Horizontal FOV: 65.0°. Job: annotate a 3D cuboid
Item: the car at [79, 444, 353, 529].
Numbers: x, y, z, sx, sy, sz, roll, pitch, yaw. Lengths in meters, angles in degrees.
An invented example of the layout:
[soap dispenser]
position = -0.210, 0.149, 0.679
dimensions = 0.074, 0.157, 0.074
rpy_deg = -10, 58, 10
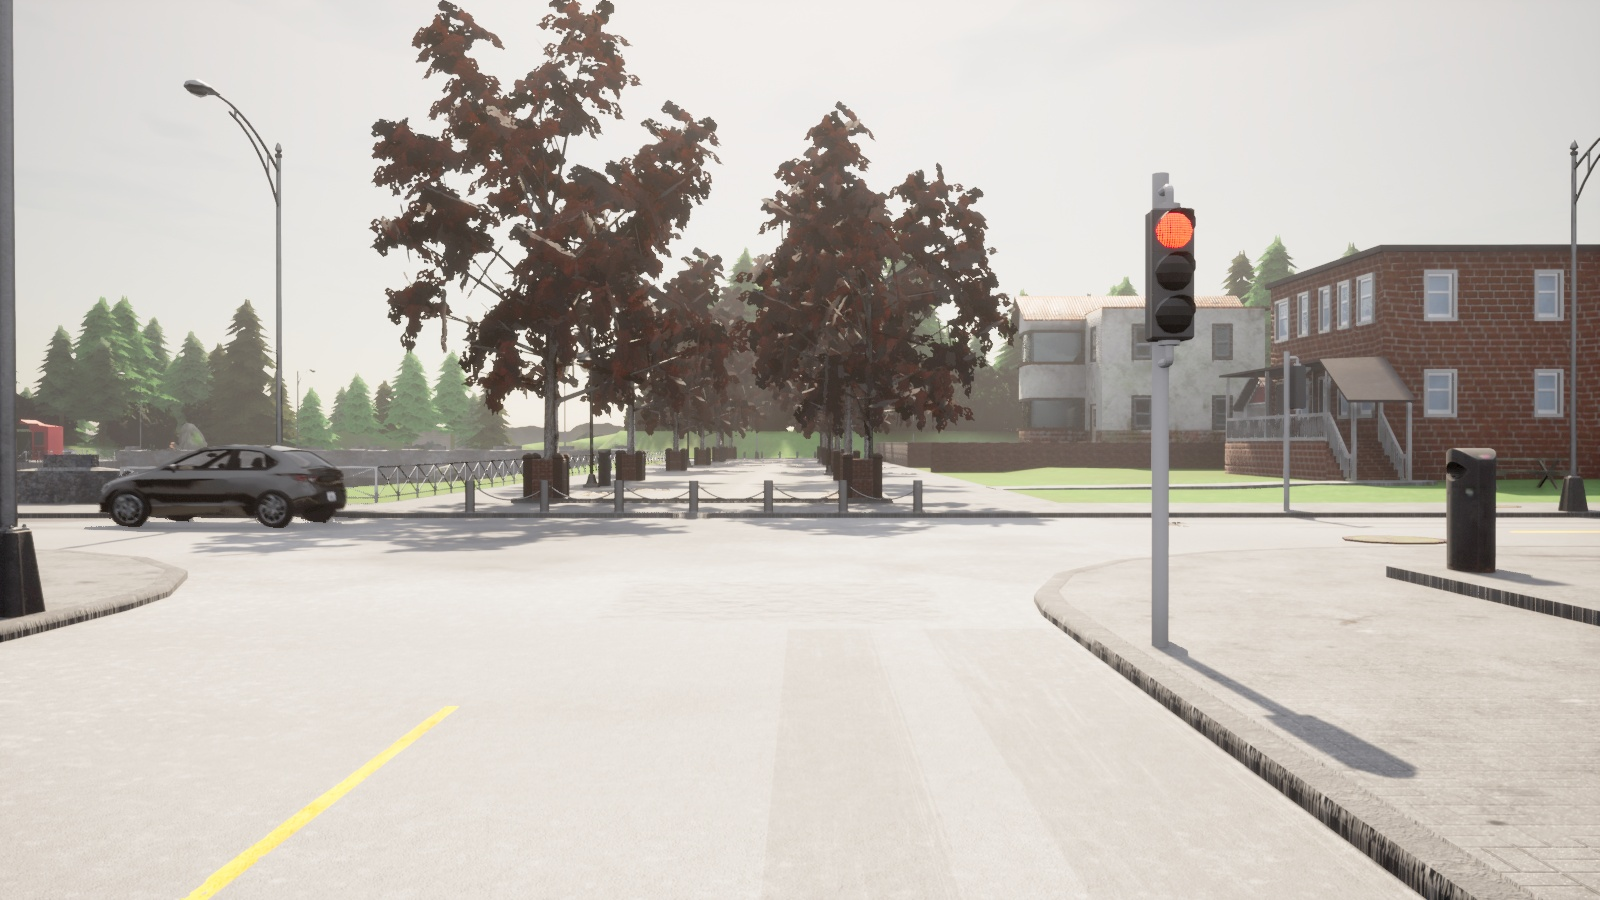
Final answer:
[car]
position = -10.587, 0.622, 22.910
dimensions = 4.193, 1.474, 1.816
rpy_deg = 0, 0, 7
